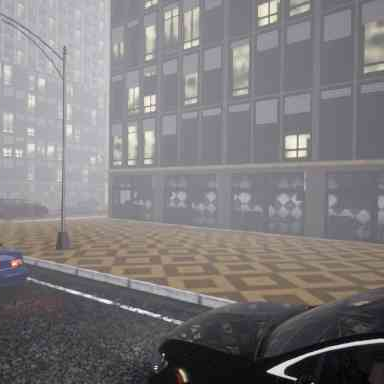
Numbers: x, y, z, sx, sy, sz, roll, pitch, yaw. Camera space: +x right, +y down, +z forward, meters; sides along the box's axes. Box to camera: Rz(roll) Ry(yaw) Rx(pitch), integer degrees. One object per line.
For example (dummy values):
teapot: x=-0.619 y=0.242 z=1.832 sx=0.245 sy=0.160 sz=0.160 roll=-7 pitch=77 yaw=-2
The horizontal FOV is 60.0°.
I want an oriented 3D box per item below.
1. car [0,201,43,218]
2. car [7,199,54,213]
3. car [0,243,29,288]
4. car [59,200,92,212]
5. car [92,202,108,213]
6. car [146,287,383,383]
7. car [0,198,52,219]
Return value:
car: x=-17.628 y=1.694 z=33.166 sx=1.812 sy=1.442 sz=4.674 roll=1 pitch=0 yaw=37
car: x=-19.529 y=1.641 z=40.339 sx=1.752 sy=1.417 sz=4.829 roll=1 pitch=0 yaw=37
car: x=-6.096 y=1.543 z=8.051 sx=5.357 sy=1.411 sz=2.033 roll=0 pitch=0 yaw=36
car: x=-14.317 y=1.751 z=43.007 sx=2.033 sy=1.411 sz=5.357 roll=1 pitch=0 yaw=37
car: x=-9.234 y=1.828 z=40.156 sx=1.752 sy=1.417 sz=4.829 roll=1 pitch=0 yaw=37
car: x=1.825 y=1.505 z=2.381 sx=4.892 sy=1.490 sz=1.837 roll=0 pitch=0 yaw=35
car: x=-16.049 y=1.518 z=30.957 sx=2.192 sy=1.841 sz=5.009 roll=1 pitch=0 yaw=37
